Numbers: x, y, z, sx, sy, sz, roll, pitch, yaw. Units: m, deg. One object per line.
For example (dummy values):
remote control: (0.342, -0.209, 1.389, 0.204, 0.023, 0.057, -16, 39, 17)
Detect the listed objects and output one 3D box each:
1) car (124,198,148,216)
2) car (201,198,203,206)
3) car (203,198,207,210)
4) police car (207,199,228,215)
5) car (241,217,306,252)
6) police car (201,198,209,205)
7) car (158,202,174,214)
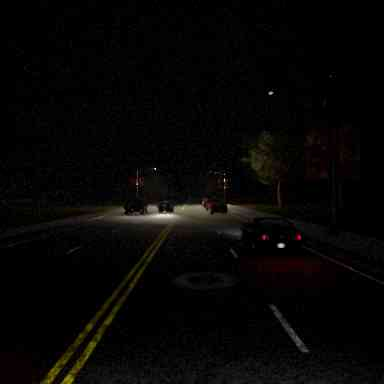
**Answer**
car: (-6.599, 1.681, 39.618, 2.150, 2.045, 5.566, 0, -1, 0)
car: (3.241, 2.118, 62.966, 2.097, 1.767, 4.553, 0, -1, 0)
car: (3.243, 1.972, 51.966, 2.097, 1.767, 4.553, 0, -1, 0)
police car: (3.244, 1.901, 41.104, 1.930, 1.638, 5.238, 0, -1, 0)
car: (3.348, 1.754, 14.708, 1.895, 1.301, 4.718, 0, -1, 0)
police car: (3.238, 2.493, 85.107, 1.930, 1.638, 5.238, 0, -1, 0)
car: (-3.345, 1.995, 43.169, 2.128, 1.511, 4.902, 0, -1, 0)
